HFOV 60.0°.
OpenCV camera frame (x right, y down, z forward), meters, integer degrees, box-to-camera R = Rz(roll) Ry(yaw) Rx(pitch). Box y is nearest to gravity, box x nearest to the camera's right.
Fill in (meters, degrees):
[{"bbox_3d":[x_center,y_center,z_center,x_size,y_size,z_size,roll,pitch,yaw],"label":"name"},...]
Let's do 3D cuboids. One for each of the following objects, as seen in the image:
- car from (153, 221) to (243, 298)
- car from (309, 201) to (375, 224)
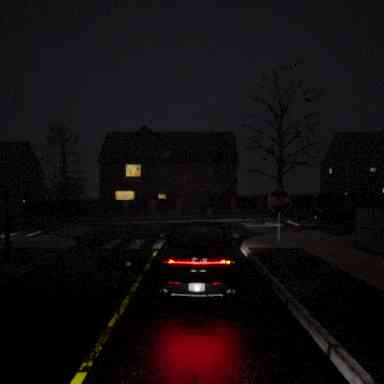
[{"bbox_3d":[0.187,1.498,8.520,1.837,1.490,4.892,0,0,2],"label":"car"},{"bbox_3d":[10.210,1.278,21.646,4.718,1.301,1.895,-1,1,-1],"label":"car"}]
